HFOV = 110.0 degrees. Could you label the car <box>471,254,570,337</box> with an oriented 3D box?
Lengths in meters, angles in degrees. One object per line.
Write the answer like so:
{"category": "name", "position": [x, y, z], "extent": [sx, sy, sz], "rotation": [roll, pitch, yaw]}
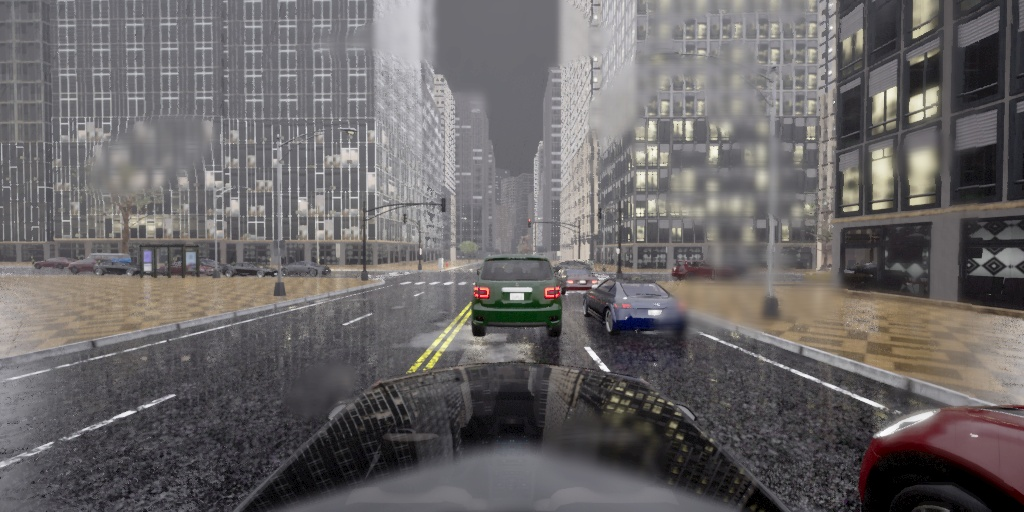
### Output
{"category": "car", "position": [0.117, 0.967, 10.405], "extent": [2.150, 2.045, 5.566], "rotation": [0, 0, 0]}

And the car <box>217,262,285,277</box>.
{"category": "car", "position": [-22.673, 1.172, 31.137], "extent": [4.313, 1.339, 1.948], "rotation": [0, 0, 1]}

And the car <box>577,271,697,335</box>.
{"category": "car", "position": [3.374, 1.309, 10.498], "extent": [1.994, 1.385, 4.181], "rotation": [0, 0, -1]}

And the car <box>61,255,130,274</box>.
{"category": "car", "position": [-39.442, 0.936, 34.224], "extent": [4.674, 1.442, 1.812], "rotation": [1, 1, 2]}

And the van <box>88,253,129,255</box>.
{"category": "van", "position": [-45.211, 0.603, 40.149], "extent": [3.998, 1.789, 1.690], "rotation": [0, 0, 1]}

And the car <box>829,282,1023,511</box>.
{"category": "car", "position": [3.344, 1.103, 0.454], "extent": [2.097, 1.767, 4.553], "rotation": [0, 0, 0]}

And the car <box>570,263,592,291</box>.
{"category": "car", "position": [3.388, 1.287, 19.740], "extent": [2.033, 1.411, 5.357], "rotation": [0, 0, 0]}

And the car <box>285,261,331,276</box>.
{"category": "car", "position": [-19.401, 1.156, 33.771], "extent": [4.181, 1.385, 1.994], "rotation": [1, 1, 1]}

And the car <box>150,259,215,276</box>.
{"category": "car", "position": [-28.357, 1.137, 31.282], "extent": [4.207, 1.307, 1.802], "rotation": [0, 0, 1]}

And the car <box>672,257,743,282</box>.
{"category": "car", "position": [16.251, 1.268, 30.533], "extent": [5.009, 1.841, 2.192], "rotation": [0, 0, 1]}

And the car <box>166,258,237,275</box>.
{"category": "car", "position": [-29.370, 0.993, 33.993], "extent": [4.902, 1.511, 2.128], "rotation": [1, 1, 1]}

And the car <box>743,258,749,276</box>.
{"category": "car", "position": [20.816, 1.121, 36.218], "extent": [5.566, 2.045, 2.150], "rotation": [1, 1, 2]}

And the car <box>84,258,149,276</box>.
{"category": "car", "position": [-34.037, 1.068, 31.466], "extent": [4.313, 1.339, 1.948], "rotation": [0, 0, 1]}

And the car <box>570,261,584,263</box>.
{"category": "car", "position": [6.141, 1.243, 38.667], "extent": [4.892, 1.490, 1.837], "rotation": [2, 4, 36]}

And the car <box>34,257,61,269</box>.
{"category": "car", "position": [-50.893, 0.791, 40.275], "extent": [4.207, 1.307, 1.802], "rotation": [0, 0, 1]}

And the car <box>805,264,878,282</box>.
{"category": "car", "position": [27.698, 1.577, 30.313], "extent": [4.829, 1.417, 1.751], "rotation": [0, 0, 1]}
